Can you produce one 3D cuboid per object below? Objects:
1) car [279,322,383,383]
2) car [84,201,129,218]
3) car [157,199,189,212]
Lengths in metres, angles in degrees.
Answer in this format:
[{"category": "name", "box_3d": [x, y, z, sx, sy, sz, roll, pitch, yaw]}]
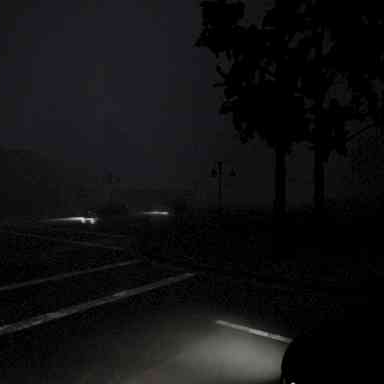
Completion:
[{"category": "car", "box_3d": [2.850, 1.526, 1.942, 4.674, 1.442, 1.812, 0, 0, 36]}, {"category": "car", "box_3d": [-7.708, 1.556, 30.267, 1.994, 1.385, 4.181, 0, 0, 34]}, {"category": "car", "box_3d": [-2.120, 1.555, 38.553, 1.994, 1.385, 4.181, 0, 0, 34]}]
